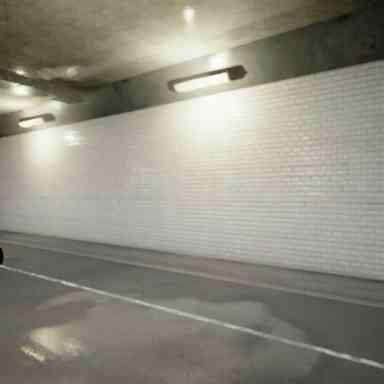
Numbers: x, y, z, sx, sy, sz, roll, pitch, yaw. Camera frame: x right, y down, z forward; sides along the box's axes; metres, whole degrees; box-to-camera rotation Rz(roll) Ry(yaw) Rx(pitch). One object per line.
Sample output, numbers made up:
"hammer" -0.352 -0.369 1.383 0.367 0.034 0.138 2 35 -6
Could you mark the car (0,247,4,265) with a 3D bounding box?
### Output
"car" -7.215 1.631 9.128 4.718 1.301 1.895 0 0 35
